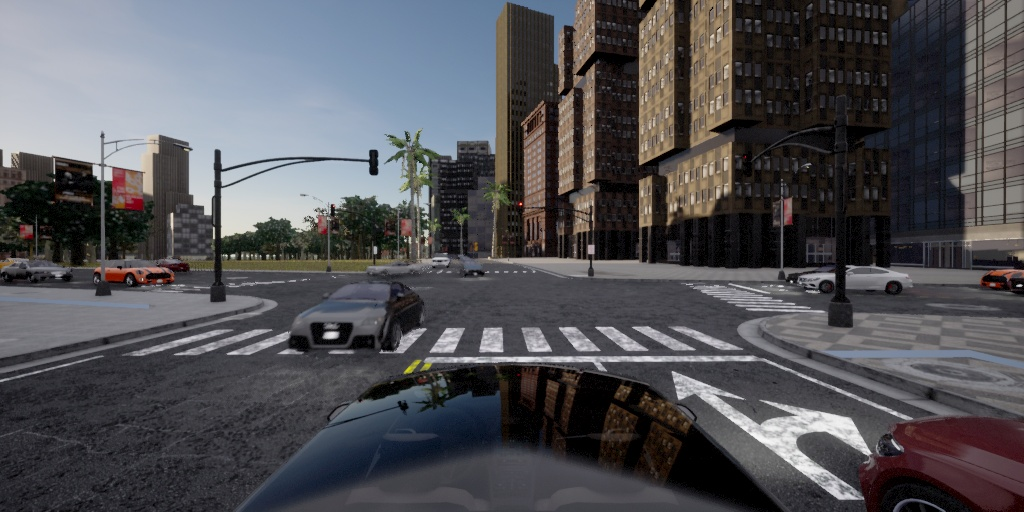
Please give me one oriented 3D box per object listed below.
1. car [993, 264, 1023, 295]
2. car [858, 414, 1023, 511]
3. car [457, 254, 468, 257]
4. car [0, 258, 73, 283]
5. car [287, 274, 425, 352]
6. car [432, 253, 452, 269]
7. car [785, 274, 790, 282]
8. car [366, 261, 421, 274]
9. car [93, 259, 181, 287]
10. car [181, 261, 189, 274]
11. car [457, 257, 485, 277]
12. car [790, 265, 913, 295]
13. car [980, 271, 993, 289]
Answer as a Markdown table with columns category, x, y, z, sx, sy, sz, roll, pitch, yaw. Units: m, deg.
| category | x | y | z | sx | sy | sz | roll | pitch | yaw |
| --- | --- | --- | --- | --- | --- | --- | --- | --- | --- |
| car | 26.621 | 1.263 | 16.952 | 4.181 | 1.385 | 1.994 | 0 | 0 | 14 |
| car | 3.266 | 1.276 | 0.435 | 1.812 | 1.442 | 4.674 | 0 | 0 | 0 |
| car | -6.443 | 0.870 | 49.261 | 2.128 | 1.511 | 4.902 | 0 | 1 | -7 |
| car | -34.311 | 1.121 | 25.916 | 4.902 | 1.511 | 2.128 | 0 | 0 | 15 |
| car | -3.472 | 1.313 | 8.791 | 1.994 | 1.385 | 4.181 | 0 | 0 | -1 |
| car | -9.665 | 0.601 | 48.860 | 2.150 | 2.045 | 5.566 | 0 | 1 | -8 |
| car | 20.211 | 1.228 | 22.025 | 5.357 | 1.411 | 2.033 | 0 | 0 | 12 |
| car | -10.963 | 1.193 | 33.292 | 1.895 | 1.301 | 4.718 | 1 | 2 | 40 |
| car | -24.574 | 1.004 | 23.357 | 4.553 | 1.767 | 2.097 | 0 | 0 | 15 |
| car | -35.425 | 1.058 | 36.496 | 5.008 | 1.535 | 1.882 | 0 | 0 | 15 |
| car | -3.862 | 1.135 | 33.326 | 2.033 | 1.411 | 5.357 | 0 | 1 | -16 |
| car | 18.159 | 1.219 | 19.169 | 4.674 | 1.442 | 1.812 | 0 | 0 | 15 |
| car | 29.236 | 1.039 | 19.622 | 4.553 | 1.767 | 2.097 | 0 | 0 | 15 |
